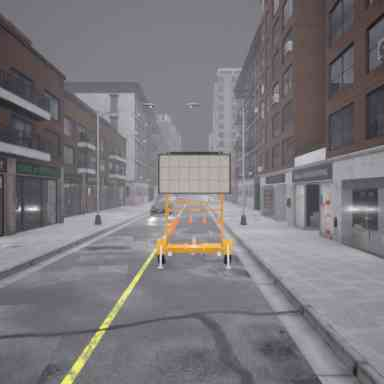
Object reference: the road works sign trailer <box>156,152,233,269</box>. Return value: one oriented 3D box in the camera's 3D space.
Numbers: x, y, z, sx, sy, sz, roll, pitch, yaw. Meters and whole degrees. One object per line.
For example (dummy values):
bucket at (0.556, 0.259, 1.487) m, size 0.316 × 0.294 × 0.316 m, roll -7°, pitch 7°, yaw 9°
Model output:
road works sign trailer at (0.084, 0.462, 11.170) m, size 2.380 × 3.560 × 2.880 m, roll 0°, pitch 0°, yaw 0°

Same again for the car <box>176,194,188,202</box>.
car at (-2.441, 1.293, 72.872) m, size 2.097 × 1.767 × 4.553 m, roll 0°, pitch 0°, yaw 0°

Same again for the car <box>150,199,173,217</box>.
car at (-2.857, 1.494, 31.799) m, size 1.837 × 1.490 × 4.892 m, roll 0°, pitch 0°, yaw 0°
